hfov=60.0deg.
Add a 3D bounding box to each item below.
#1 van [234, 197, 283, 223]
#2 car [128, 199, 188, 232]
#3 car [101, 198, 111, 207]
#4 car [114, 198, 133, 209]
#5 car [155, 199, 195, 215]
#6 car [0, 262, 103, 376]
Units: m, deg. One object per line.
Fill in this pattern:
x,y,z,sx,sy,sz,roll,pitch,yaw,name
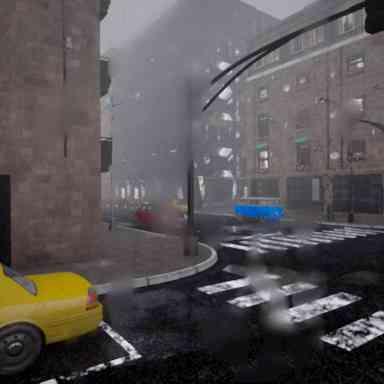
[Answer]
4.898,1.275,24.914,1.690,1.788,3.998,0,0,-36,van
-1.892,1.438,20.003,1.967,1.590,4.097,0,0,-36,car
-11.743,1.458,47.814,1.887,1.381,4.507,-1,0,-36,car
-8.415,1.458,43.234,1.887,1.381,4.507,-1,0,-36,car
-1.858,1.444,34.212,1.752,1.417,4.829,0,0,-36,car
-3.591,1.526,4.003,4.829,1.417,1.752,0,0,-36,car
